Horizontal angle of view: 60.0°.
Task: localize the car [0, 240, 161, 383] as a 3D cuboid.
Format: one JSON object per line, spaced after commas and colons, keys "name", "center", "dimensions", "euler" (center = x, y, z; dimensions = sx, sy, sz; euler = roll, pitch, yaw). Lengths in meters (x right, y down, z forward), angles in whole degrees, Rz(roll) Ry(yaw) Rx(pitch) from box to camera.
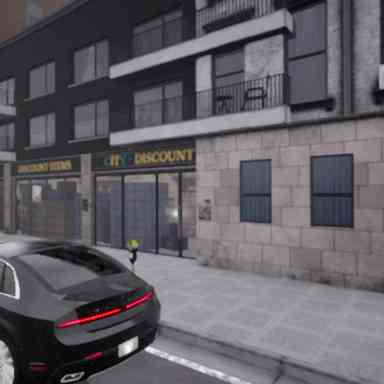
{"name": "car", "center": [-2.697, 1.528, 5.211], "dimensions": [4.892, 1.490, 1.837], "euler": [0, 0, 36]}
